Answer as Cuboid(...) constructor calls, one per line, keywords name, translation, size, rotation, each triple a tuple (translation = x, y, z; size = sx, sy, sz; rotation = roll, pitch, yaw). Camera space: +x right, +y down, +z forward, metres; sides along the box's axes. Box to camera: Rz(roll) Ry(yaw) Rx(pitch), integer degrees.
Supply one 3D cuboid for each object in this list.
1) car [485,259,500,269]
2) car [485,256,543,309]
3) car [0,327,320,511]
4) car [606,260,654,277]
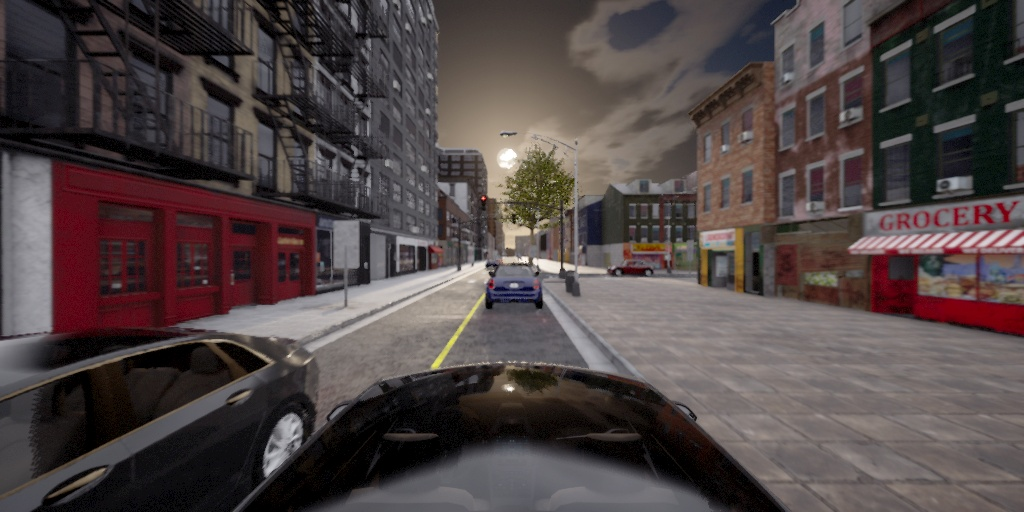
Cuboid(name="car", translation=(-2.796, 1.080, 51.468), size=(1.895, 1.301, 4.718), rotation=(0, 0, 0))
Cuboid(name="car", translation=(0.080, 1.029, 14.665), size=(2.097, 1.767, 4.553), rotation=(0, 0, 0))
Cuboid(name="car", translation=(-2.847, 1.257, 1.683), size=(1.837, 1.490, 4.892), rotation=(0, 0, 0))
Cuboid(name="car", translation=(10.936, 1.085, 33.577), size=(4.097, 1.591, 1.967), rotation=(0, 0, 0))
